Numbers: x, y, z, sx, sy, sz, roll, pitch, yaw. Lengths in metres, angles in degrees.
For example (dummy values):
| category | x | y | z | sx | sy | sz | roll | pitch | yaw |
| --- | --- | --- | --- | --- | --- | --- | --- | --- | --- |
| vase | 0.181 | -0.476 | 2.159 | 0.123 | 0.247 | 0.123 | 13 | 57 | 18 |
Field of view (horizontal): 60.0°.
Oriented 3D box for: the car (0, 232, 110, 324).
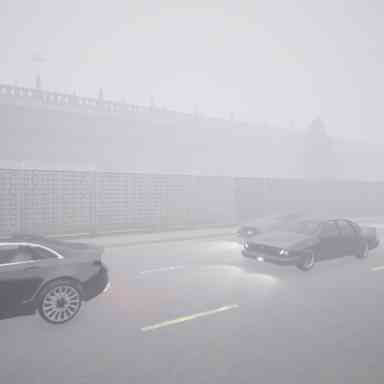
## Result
| category | x | y | z | sx | sy | sz | roll | pitch | yaw |
| --- | --- | --- | --- | --- | --- | --- | --- | --- | --- |
| car | -3.865 | 1.492 | 5.567 | 4.902 | 1.511 | 2.128 | 0 | 0 | -35 |

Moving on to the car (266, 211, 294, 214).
| category | x | y | z | sx | sy | sz | roll | pitch | yaw |
| --- | --- | --- | --- | --- | --- | --- | --- | --- | --- |
| car | 4.101 | 1.564 | 15.321 | 4.181 | 1.385 | 1.994 | 0 | 0 | -35 |

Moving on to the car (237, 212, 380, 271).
| category | x | y | z | sx | sy | sz | roll | pitch | yaw |
| --- | --- | --- | --- | --- | --- | --- | --- | --- | --- |
| car | 4.155 | 1.547 | 11.105 | 5.357 | 1.411 | 2.033 | 0 | 0 | -35 |
